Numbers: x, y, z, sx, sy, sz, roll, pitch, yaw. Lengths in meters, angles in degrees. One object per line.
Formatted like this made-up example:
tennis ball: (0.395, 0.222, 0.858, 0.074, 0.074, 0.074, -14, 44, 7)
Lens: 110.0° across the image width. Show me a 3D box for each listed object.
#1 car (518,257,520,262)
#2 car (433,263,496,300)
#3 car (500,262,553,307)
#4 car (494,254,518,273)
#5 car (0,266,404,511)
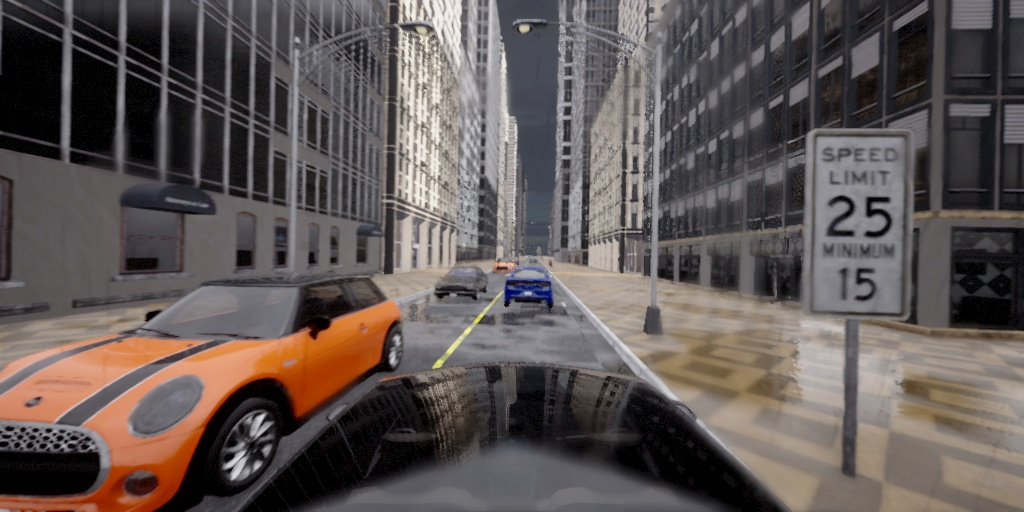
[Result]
car: (0.062, 0.559, 53.140, 2.097, 1.767, 4.553, 1, 0, 4)
car: (-2.245, 1.198, 17.382, 2.033, 1.411, 5.357, 1, 0, 4)
car: (0.742, 1.204, 15.453, 1.882, 1.535, 5.008, 1, 0, 4)
car: (-0.852, 0.966, 38.657, 2.097, 1.767, 4.553, 1, 0, 4)
car: (-3.064, 1.026, 4.458, 2.097, 1.767, 4.553, 1, 0, 4)
